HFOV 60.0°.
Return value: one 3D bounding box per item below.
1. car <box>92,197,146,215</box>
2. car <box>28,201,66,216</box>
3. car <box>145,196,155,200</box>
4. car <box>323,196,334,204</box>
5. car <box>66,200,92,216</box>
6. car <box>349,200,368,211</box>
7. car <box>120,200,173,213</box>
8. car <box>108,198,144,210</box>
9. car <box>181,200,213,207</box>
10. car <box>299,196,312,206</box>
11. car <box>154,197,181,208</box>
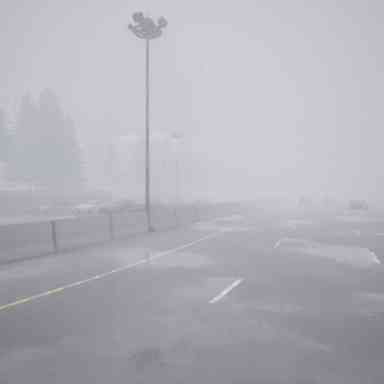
[{"bbox_3d":[-6.594,1.472,30.718,1.882,1.535,5.008,0,0,23],"label":"car"},{"bbox_3d":[-13.478,1.597,32.418,1.895,1.301,4.718,0,0,23],"label":"car"},{"bbox_3d":[-5.724,1.344,41.993,2.097,1.767,4.553,0,0,23],"label":"car"},{"bbox_3d":[26.631,1.455,64.931,1.882,1.535,5.008,0,0,23],"label":"car"},{"bbox_3d":[-9.634,1.520,32.513,1.812,1.442,4.674,0,0,23],"label":"car"},{"bbox_3d":[20.062,1.586,40.223,1.895,1.301,4.718,0,0,23],"label":"car"},{"bbox_3d":[-3.771,1.595,28.415,1.895,1.301,4.718,0,0,23],"label":"car"},{"bbox_3d":[-8.646,1.539,44.060,2.033,1.411,5.357,0,0,23],"label":"car"},{"bbox_3d":[0.852,1.591,39.565,1.895,1.301,4.718,0,0,23],"label":"car"},{"bbox_3d":[19.250,1.483,56.276,1.837,1.490,4.892,0,-1,23],"label":"car"},{"bbox_3d":[-2.391,1.517,40.881,1.812,1.442,4.674,0,0,23],"label":"car"}]
